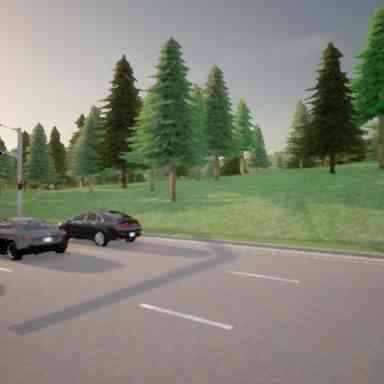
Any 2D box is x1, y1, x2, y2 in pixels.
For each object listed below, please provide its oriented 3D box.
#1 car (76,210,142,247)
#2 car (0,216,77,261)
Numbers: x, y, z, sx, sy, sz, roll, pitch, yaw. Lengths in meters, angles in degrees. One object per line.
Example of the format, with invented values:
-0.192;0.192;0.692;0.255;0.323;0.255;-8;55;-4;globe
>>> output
-4.539;1.622;15.715;4.892;1.490;1.837;-1;-1;36;car
-6.716;1.684;12.967;4.181;1.385;1.994;-1;0;36;car
